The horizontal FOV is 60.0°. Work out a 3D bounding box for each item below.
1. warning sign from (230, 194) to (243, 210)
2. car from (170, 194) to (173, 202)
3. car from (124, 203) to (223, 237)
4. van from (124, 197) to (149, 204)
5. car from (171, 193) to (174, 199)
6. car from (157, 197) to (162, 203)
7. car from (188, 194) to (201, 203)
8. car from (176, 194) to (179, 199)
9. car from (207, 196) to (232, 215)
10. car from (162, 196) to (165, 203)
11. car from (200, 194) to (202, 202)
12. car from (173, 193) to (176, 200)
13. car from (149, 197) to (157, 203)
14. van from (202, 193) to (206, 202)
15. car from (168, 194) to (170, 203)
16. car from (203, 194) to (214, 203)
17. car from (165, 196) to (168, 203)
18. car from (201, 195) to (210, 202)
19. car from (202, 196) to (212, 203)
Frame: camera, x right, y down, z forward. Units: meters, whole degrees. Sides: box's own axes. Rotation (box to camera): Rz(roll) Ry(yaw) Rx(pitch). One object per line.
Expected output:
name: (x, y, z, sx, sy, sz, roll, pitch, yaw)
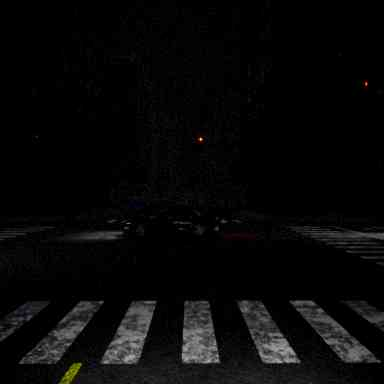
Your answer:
warning sign: (5.266, 1.117, 39.362, 1.300, 1.860, 1.060, 0, 0, 0)
car: (-5.517, 1.565, 67.431, 1.947, 1.339, 4.313, 0, 0, 0)
car: (-1.034, 1.504, 17.384, 4.892, 1.490, 1.837, 0, 0, 0)
van: (-5.692, 1.342, 33.422, 1.690, 1.788, 3.998, 0, 0, 0)
car: (-5.488, 1.542, 73.099, 1.887, 1.381, 4.507, 0, 0, 0)
car: (-5.633, 1.568, 44.758, 1.947, 1.339, 4.313, 0, 0, 0)
car: (0.324, 1.564, 63.753, 1.994, 1.385, 4.181, 0, 0, 0)
car: (-5.401, 1.305, 90.104, 2.192, 1.841, 5.009, 0, 0, 0)
car: (2.834, 1.441, 33.380, 1.967, 1.590, 4.097, 0, 0, 0)
car: (-5.604, 1.584, 50.427, 1.802, 1.307, 4.206, 0, 0, 0)
car: (2.980, 1.526, 61.896, 1.752, 1.417, 4.829, 0, 0, 0)
car: (-5.460, 1.520, 78.598, 1.752, 1.417, 4.829, 0, 0, 0)
car: (-5.662, 1.442, 39.090, 1.967, 1.590, 4.097, 0, 0, 0)
van: (2.950, 1.343, 56.057, 1.690, 1.788, 3.998, 0, 0, 0)
car: (-5.547, 1.526, 61.593, 1.752, 1.417, 4.829, 0, 0, 0)
car: (2.892, 1.442, 44.718, 1.967, 1.590, 4.097, 0, 0, 0)
car: (-5.575, 1.567, 56.095, 1.947, 1.339, 4.313, 0, 0, 0)
car: (3.067, 1.435, 78.734, 1.967, 1.590, 4.097, 0, 0, 0)
car: (3.009, 1.550, 67.395, 2.008, 1.369, 4.403, 0, 0, 0)
